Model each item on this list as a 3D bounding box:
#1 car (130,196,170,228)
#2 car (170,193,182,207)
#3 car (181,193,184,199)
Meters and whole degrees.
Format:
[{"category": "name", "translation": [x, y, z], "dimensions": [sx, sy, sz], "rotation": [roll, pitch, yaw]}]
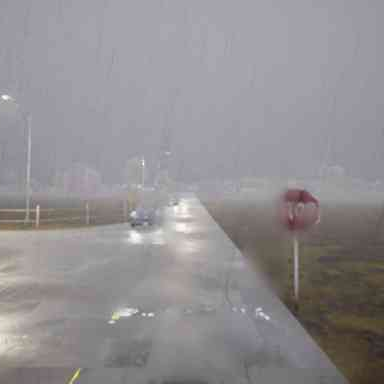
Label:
[{"category": "car", "translation": [-2.817, 1.341, 22.334], "dimensions": [2.097, 1.767, 4.553], "rotation": [0, 0, 0]}, {"category": "car", "translation": [-2.962, 1.425, 50.078], "dimensions": [2.128, 1.511, 4.902], "rotation": [0, 1, 0]}, {"category": "car", "translation": [-3.165, 1.040, 89.427], "dimensions": [1.837, 1.490, 4.892], "rotation": [0, 1, 0]}]
